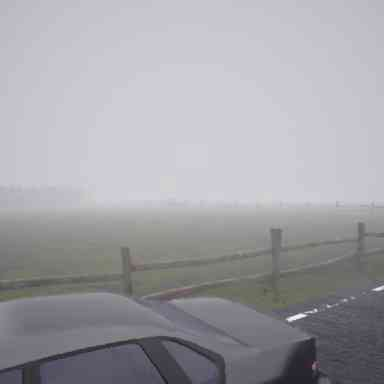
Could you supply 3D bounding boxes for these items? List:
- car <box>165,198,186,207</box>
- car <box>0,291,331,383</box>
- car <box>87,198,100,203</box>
[{"bbox_3d":[-2.905,1.840,61.491,2.097,1.767,4.553,0,-1,-43],"label":"car"},{"bbox_3d":[-1.310,1.542,2.127,5.357,1.411,2.033,0,0,-36],"label":"car"},{"bbox_3d":[-27.130,2.420,90.770,1.895,1.301,4.718,0,-1,-45],"label":"car"}]
